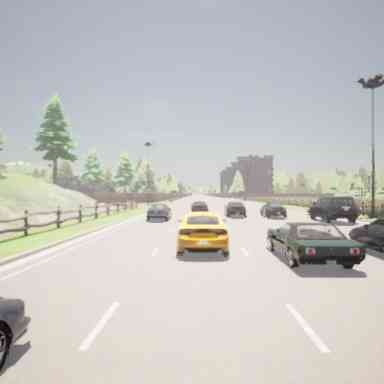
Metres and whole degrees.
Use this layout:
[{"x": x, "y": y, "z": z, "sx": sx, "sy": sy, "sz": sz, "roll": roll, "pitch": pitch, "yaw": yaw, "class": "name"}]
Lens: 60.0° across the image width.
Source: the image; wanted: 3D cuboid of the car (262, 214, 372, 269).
[{"x": 3.881, "y": 1.664, "z": 11.368, "sx": 1.895, "sy": 1.301, "sz": 4.718, "roll": 0, "pitch": 0, "yaw": 1, "class": "car"}]

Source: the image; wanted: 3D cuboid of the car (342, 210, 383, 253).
[{"x": 7.392, "y": 1.587, "z": 11.897, "sx": 1.812, "sy": 1.442, "sz": 4.674, "roll": 0, "pitch": 0, "yaw": 1, "class": "car"}]

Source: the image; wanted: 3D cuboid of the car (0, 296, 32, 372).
[{"x": -3.285, "y": 1.567, "z": 2.345, "sx": 2.033, "sy": 1.411, "sz": 5.357, "roll": 0, "pitch": 0, "yaw": 1, "class": "car"}]

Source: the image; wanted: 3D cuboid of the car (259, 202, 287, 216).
[{"x": 7.751, "y": 1.705, "z": 31.844, "sx": 1.812, "sy": 1.442, "sz": 4.674, "roll": 0, "pitch": 0, "yaw": 1, "class": "car"}]

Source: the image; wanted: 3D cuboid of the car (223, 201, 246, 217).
[{"x": 4.273, "y": 1.699, "z": 33.289, "sx": 1.837, "sy": 1.490, "sz": 4.892, "roll": 0, "pitch": 0, "yaw": 1, "class": "car"}]

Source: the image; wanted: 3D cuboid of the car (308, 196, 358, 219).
[{"x": 11.159, "y": 1.366, "z": 26.617, "sx": 2.150, "sy": 2.045, "sz": 5.566, "roll": 0, "pitch": 0, "yaw": 1, "class": "car"}]

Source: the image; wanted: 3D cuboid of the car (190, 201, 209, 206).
[{"x": 0.809, "y": 1.721, "z": 36.072, "sx": 1.837, "sy": 1.490, "sz": 4.892, "roll": 0, "pitch": 0, "yaw": 1, "class": "car"}]

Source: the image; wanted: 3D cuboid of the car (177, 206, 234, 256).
[{"x": 0.421, "y": 1.559, "z": 13.611, "sx": 1.882, "sy": 1.535, "sz": 5.008, "roll": 0, "pitch": 0, "yaw": 1, "class": "car"}]

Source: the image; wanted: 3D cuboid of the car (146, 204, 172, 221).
[{"x": -2.800, "y": 1.725, "z": 28.966, "sx": 2.033, "sy": 1.411, "sz": 5.357, "roll": 0, "pitch": 0, "yaw": 1, "class": "car"}]
